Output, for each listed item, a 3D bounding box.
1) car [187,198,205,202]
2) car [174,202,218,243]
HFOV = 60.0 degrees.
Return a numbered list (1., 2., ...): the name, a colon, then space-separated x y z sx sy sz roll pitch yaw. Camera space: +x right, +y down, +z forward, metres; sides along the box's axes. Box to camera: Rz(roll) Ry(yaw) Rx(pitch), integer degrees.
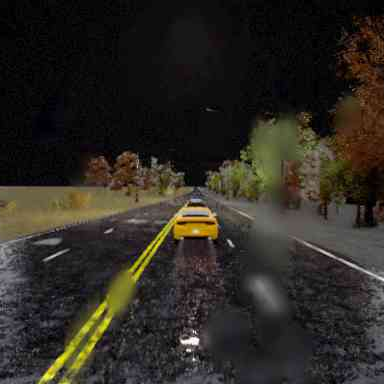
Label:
1. car: 0.459 1.460 37.578 2.128 1.511 4.902 0 0 1
2. car: 0.177 1.469 16.146 1.882 1.535 5.008 0 0 0
